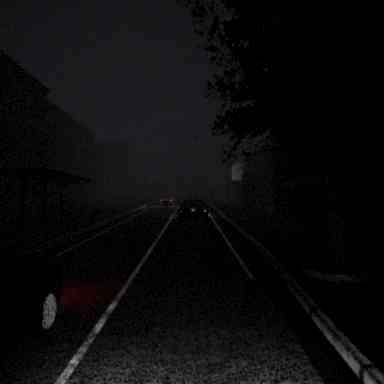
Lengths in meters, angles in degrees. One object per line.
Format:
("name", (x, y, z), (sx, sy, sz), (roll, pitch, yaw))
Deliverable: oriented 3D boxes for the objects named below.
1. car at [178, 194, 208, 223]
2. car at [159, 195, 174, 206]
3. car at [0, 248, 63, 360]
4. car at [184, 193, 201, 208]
("car", (0.076, 1.214, 24.458), (2.097, 1.767, 4.553), (0, 1, 0))
("car", (-3.512, 1.131, 47.058), (1.882, 1.535, 5.008), (0, 0, 0))
("car", (-3.199, 1.475, 3.859), (1.882, 1.535, 5.008), (0, 0, 0))
("car", (0.047, 1.046, 41.825), (2.097, 1.767, 4.553), (0, 0, 0))
